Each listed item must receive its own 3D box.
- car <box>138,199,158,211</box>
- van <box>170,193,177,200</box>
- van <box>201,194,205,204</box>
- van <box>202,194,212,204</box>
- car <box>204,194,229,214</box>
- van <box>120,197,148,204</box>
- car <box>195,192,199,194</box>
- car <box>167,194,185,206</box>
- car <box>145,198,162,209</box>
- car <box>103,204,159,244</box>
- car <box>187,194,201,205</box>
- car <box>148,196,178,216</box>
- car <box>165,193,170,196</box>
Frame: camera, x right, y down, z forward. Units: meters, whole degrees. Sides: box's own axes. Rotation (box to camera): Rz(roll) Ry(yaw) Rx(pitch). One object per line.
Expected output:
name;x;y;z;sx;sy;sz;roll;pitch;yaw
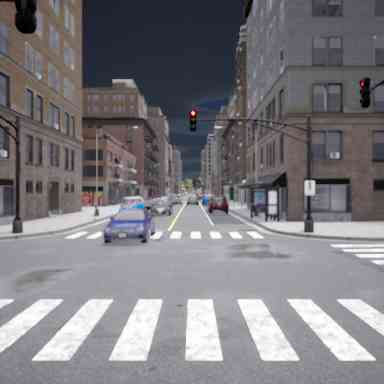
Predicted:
car;-5.344;1.541;40.909;1.947;1.339;4.313;0;0;0
van;-5.246;1.280;94.972;1.690;1.788;3.998;0;0;0
van;2.768;1.310;51.710;1.690;1.788;3.998;0;0;0
van;2.775;1.302;62.523;1.690;1.788;3.998;0;0;0
car;2.757;1.294;35.492;2.192;1.841;5.009;0;0;0
van;-5.364;1.323;30.097;1.690;1.788;3.998;0;0;0
car;2.392;1.298;85.007;2.097;1.767;4.553;0;0;0
car;-2.706;1.531;55.280;1.994;1.385;4.181;0;0;1
car;-5.334;1.517;46.316;1.887;1.381;4.507;0;0;0
car;-2.832;1.517;15.863;1.812;1.442;4.674;0;0;0
car;0.141;1.530;55.606;1.994;1.385;4.181;0;0;1
car;-2.803;1.472;31.876;2.128;1.511;4.902;0;0;0
car;-5.305;1.486;62.365;1.752;1.417;4.829;0;0;0
